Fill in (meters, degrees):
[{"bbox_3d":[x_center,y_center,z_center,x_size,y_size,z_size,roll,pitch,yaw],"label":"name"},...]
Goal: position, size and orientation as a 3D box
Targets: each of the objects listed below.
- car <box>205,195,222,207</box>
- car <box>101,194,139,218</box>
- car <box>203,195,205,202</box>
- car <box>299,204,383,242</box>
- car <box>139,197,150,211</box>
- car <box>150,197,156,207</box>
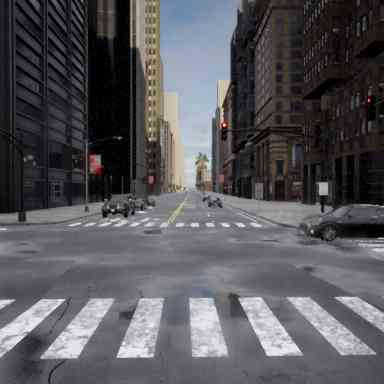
[{"bbox_3d":[3.280,1.461,48.578,1.812,1.442,4.674,0,0,0],"label":"car"},{"bbox_3d":[-6.638,1.190,30.636,2.150,2.045,5.566,0,0,0],"label":"car"},{"bbox_3d":[3.214,1.416,70.995,1.812,1.442,4.674,0,0,0],"label":"car"},{"bbox_3d":[7.508,1.368,15.824,4.553,1.767,2.097,1,0,0],"label":"car"},{"bbox_3d":[-6.642,1.456,40.510,1.837,1.490,4.892,0,0,0],"label":"car"},{"bbox_3d":[-6.663,1.497,50.533,1.994,1.385,4.181,0,0,-1],"label":"car"}]
